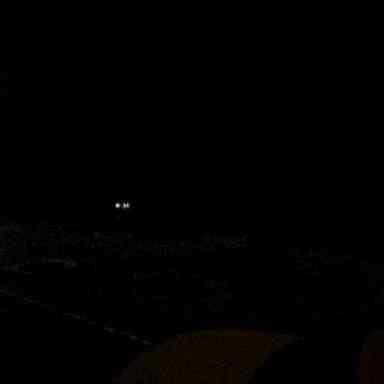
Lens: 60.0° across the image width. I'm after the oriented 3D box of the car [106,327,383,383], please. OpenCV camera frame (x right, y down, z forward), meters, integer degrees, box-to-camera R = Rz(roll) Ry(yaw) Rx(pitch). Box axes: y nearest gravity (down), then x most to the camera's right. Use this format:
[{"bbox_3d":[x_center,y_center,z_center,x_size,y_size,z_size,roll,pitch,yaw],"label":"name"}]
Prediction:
[{"bbox_3d":[1.439,1.525,2.056,4.829,1.417,1.752,0,0,36],"label":"car"}]
